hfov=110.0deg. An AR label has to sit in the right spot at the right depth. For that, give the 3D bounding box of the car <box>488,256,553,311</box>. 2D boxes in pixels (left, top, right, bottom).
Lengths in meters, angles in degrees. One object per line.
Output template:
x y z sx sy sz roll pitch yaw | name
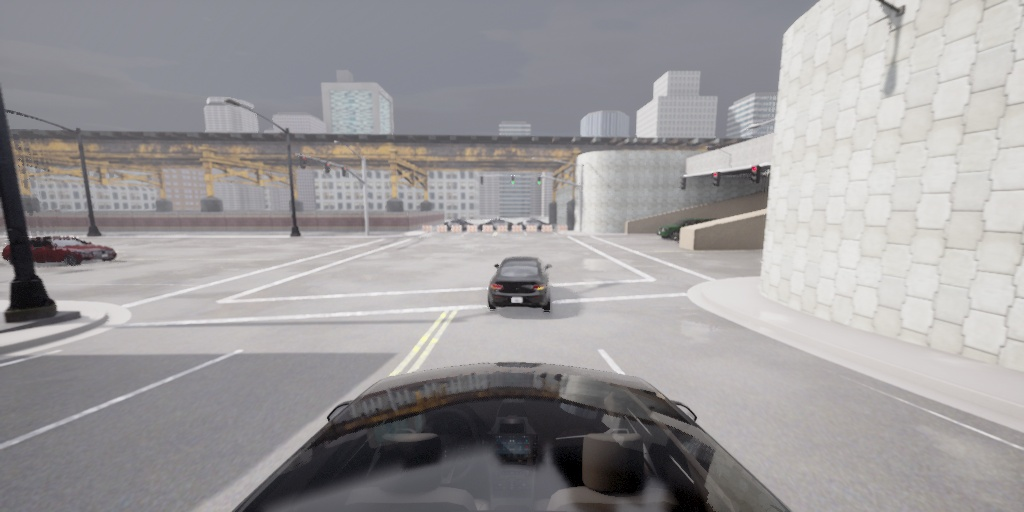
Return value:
0.339 0.728 11.825 1.812 1.442 4.674 0 7 5 | car

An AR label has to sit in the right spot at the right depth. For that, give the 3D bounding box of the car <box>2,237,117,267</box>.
-24.163 -0.283 19.188 4.674 1.442 1.812 0 8 0 | car

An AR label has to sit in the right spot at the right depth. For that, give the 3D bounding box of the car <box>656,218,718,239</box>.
16.643 -2.537 33.781 5.566 2.045 2.150 0 8 -1 | car

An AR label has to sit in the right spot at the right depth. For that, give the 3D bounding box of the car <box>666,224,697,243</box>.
15.784 -1.730 30.339 4.181 1.385 1.994 0 8 -1 | car
